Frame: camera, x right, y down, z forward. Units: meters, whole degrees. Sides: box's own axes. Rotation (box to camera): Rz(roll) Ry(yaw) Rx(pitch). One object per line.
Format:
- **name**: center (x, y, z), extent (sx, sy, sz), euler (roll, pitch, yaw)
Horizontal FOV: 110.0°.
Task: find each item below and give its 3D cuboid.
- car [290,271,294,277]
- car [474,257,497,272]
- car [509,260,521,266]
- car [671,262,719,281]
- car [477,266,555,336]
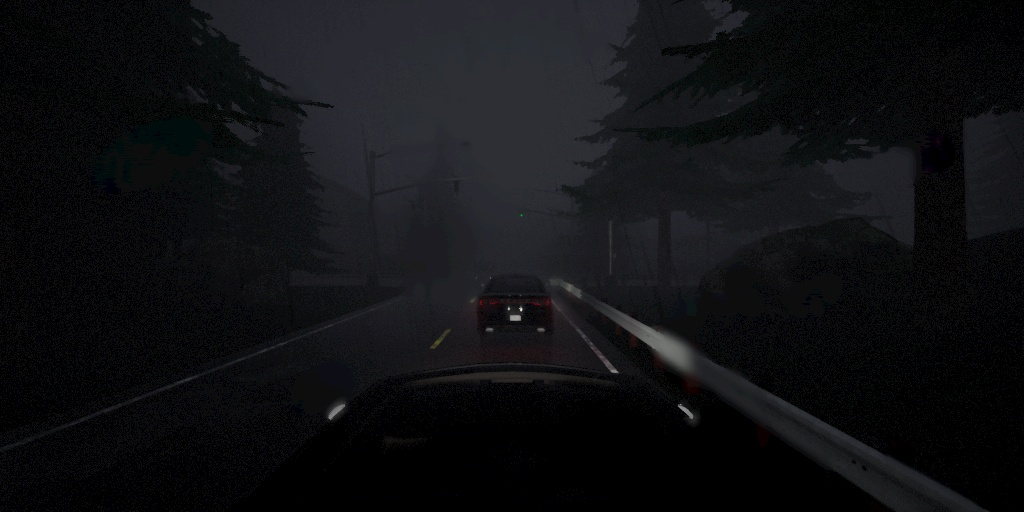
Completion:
- **car**: center (-19.127, 0.956, 26.310), extent (5.566, 2.045, 2.150), euler (0, 0, 1)
- **car**: center (-3.316, 1.227, 45.088), extent (1.882, 1.535, 5.008), euler (0, 0, 1)
- **car**: center (0.474, 1.313, 60.779), extent (1.994, 1.385, 4.181), euler (0, 0, 0)
- **car**: center (15.259, 1.226, 29.559), extent (4.902, 1.511, 2.128), euler (0, 0, 0)
- **car**: center (0.110, 1.227, 10.462), extent (1.882, 1.535, 5.008), euler (0, 0, 1)
